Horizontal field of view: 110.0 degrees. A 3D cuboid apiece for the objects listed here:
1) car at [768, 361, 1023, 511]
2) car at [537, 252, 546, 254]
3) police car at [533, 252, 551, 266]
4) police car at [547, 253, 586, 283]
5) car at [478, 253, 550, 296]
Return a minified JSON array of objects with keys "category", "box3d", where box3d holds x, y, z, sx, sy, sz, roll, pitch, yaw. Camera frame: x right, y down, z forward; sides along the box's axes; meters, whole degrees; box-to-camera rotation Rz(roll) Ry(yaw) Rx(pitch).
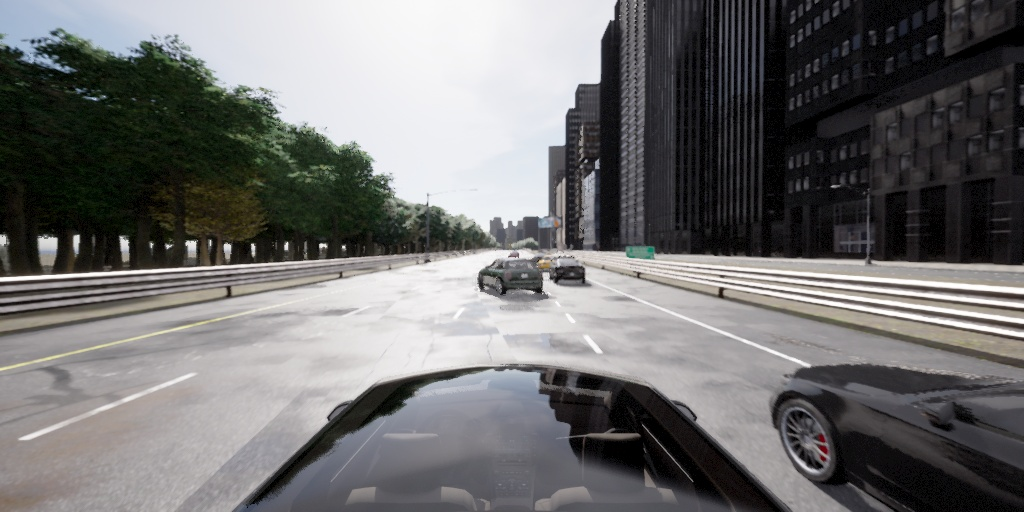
[{"category":"car","box3d":[3.499,1.277,1.650,1.812,1.442,4.674,0,1,0]},{"category":"car","box3d":[3.632,0.592,34.739,1.801,1.575,5.366,0,1,0]},{"category":"police car","box3d":[3.726,0.295,45.626,1.930,1.638,5.238,0,1,1]},{"category":"police car","box3d":[3.561,0.831,23.689,1.930,1.638,5.238,0,1,0]},{"category":"car","box3d":[-0.185,0.879,17.998,2.097,1.767,4.553,0,1,-21]}]
